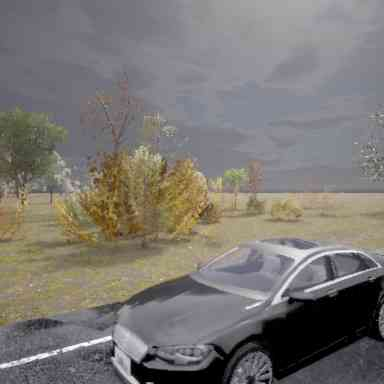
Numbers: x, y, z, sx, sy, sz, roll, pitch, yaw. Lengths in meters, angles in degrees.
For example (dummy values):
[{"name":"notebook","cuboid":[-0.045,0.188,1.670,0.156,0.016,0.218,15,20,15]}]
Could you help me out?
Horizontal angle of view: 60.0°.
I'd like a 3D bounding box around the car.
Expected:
[{"name":"car","cuboid":[1.278,1.491,4.875,4.902,1.511,2.128,0,0,-35]}]
